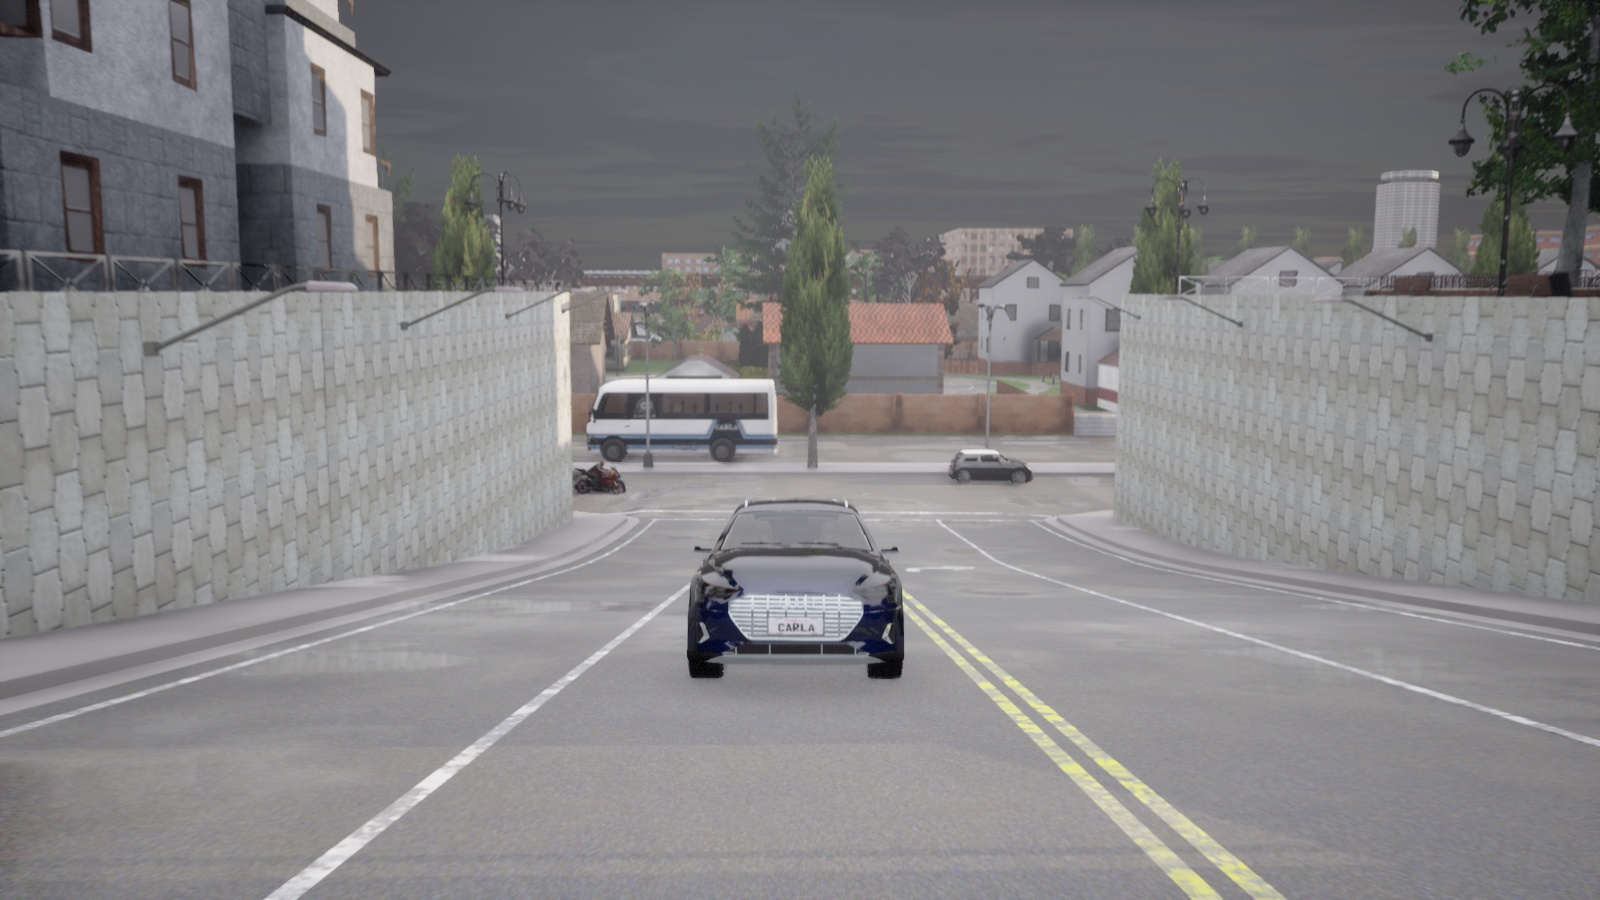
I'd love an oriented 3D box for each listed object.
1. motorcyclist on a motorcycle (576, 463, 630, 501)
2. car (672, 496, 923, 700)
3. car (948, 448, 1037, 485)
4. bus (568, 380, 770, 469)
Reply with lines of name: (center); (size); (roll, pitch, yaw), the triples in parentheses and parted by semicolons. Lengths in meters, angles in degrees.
motorcyclist on a motorcycle: (-8.620, 1.397, 54.961); (2.191, 1.530, 0.866); (0, 8, 3)
car: (-0.029, 1.313, 12.667); (2.033, 1.649, 4.856); (0, -3, 0)
car: (9.002, 0.764, 58.963); (3.806, 1.475, 1.970); (0, 7, -1)
bus: (-6.745, -1.430, 66.384); (10.273, 4.253, 3.944); (0, 7, -1)
